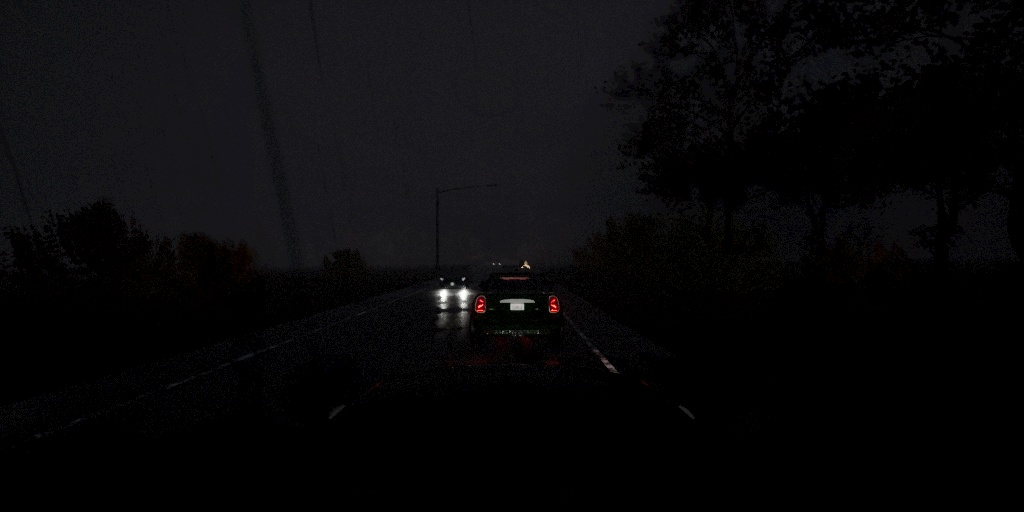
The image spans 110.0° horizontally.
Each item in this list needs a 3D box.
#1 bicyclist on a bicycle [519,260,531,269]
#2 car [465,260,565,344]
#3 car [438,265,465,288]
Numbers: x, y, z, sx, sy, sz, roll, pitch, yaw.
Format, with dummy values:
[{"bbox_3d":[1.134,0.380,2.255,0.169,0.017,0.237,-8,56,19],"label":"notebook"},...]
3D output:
[{"bbox_3d":[0.982,1.177,25.574,0.866,1.612,1.509,0,0,1],"label":"bicyclist on a bicycle"},{"bbox_3d":[0.115,1.099,9.751,2.097,1.767,4.553,0,0,0],"label":"car"},{"bbox_3d":[-3.574,1.289,24.068,2.033,1.411,5.357,0,0,0],"label":"car"}]
